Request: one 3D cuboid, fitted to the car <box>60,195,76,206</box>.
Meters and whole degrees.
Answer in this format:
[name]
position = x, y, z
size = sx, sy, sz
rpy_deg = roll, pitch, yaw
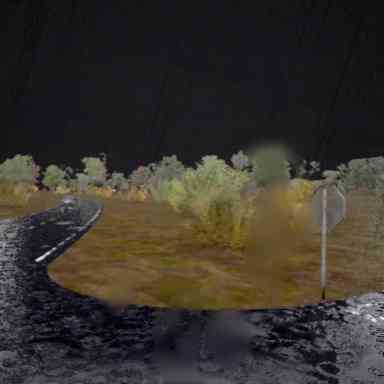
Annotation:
[car]
position = -18.058, 1.233, 48.728
size = 2.128, 1.511, 4.902
rpy_deg = 0, 0, -16
